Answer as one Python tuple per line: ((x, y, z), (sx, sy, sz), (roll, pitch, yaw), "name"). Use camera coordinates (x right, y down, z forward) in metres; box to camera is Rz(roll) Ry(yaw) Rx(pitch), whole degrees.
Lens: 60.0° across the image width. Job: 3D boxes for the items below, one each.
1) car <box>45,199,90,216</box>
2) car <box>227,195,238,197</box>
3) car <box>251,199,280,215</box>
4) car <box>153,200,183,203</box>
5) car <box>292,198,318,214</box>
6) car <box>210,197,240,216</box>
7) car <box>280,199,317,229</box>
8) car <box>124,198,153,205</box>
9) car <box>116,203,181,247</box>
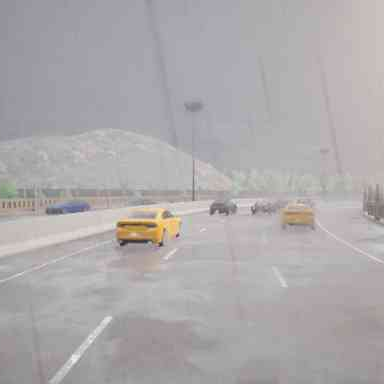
((-12.007, 1.477, 32.308), (1.882, 1.535, 5.008), (0, 0, 19), "car")
((8.093, 1.497, 68.298), (1.837, 1.490, 4.892), (0, 0, 38), "car")
((7.409, 1.600, 33.790), (1.895, 1.301, 4.718), (0, 0, 23), "car")
((-2.175, 1.600, 38.624), (1.895, 1.301, 4.718), (0, 0, 24), "car")
((12.441, 1.489, 36.365), (2.128, 1.511, 4.902), (0, 0, 25), "car")
((3.173, 1.503, 32.664), (1.837, 1.490, 4.892), (0, 0, 21), "car")
((6.825, 1.477, 21.588), (1.882, 1.535, 5.008), (0, 0, 15), "car")
((-6.059, 1.504, 38.286), (1.837, 1.490, 4.892), (0, 0, 23), "car")
((-1.798, 1.477, 15.176), (1.882, 1.535, 5.008), (0, 0, 10), "car")
